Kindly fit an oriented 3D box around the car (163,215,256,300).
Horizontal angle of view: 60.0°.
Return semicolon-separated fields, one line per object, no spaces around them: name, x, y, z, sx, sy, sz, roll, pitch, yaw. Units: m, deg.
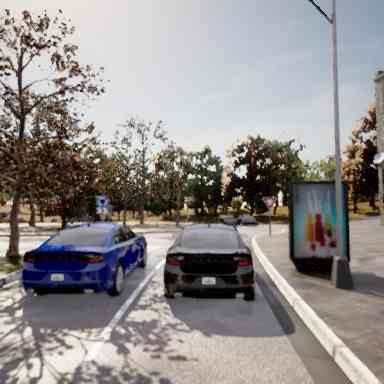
car;0.449;1.535;8.573;1.882;1.535;5.008;0;-1;3

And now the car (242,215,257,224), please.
car;6.819;3.746;43.744;1.994;1.385;4.181;-2;-4;-15

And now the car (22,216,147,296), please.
car;-2.463;1.551;8.878;1.882;1.535;5.008;0;-1;3

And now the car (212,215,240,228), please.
car;4.142;3.626;41.850;2.128;1.511;4.902;1;-4;-11

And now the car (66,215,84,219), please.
car;-18.762;4.459;54.785;4.181;1.385;1.994;0;-4;-13
